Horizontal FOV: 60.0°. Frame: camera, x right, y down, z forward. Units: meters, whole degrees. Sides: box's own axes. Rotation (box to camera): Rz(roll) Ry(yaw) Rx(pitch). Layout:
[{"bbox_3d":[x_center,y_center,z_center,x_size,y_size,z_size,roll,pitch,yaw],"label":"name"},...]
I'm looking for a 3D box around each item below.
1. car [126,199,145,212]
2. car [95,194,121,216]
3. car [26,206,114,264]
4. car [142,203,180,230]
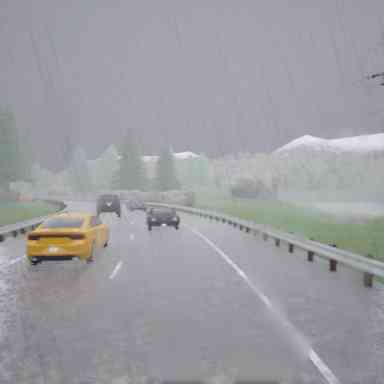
[{"bbox_3d":[-6.566,1.564,38.990,2.033,1.411,5.357,0,0,-19],"label":"car"},{"bbox_3d":[-8.048,1.242,31.993,2.150,2.045,5.566,0,0,-15],"label":"car"},{"bbox_3d":[-4.204,1.488,11.957,1.882,1.535,5.008,0,0,-6],"label":"car"},{"bbox_3d":[-1.992,1.606,21.321,1.895,1.301,4.718,0,0,-10],"label":"car"}]
